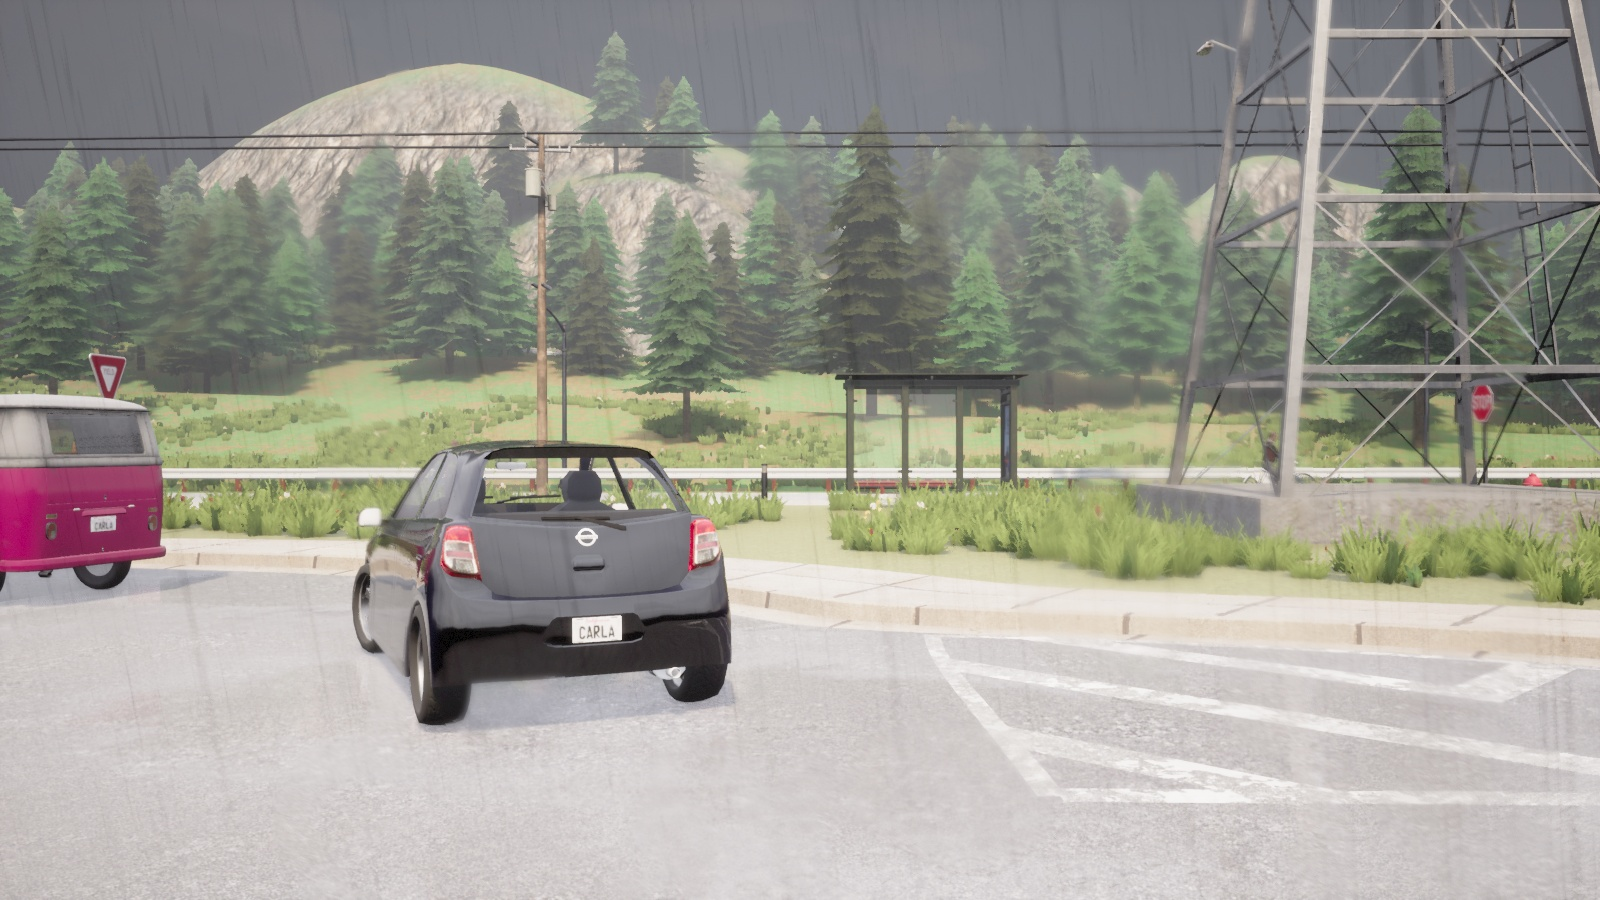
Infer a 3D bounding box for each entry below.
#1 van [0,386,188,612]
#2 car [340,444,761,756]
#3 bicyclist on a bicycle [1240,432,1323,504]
[{"bbox_3d":[-8.610,0.422,12.534,4.442,1.987,1.775,0,0,16],"label":"van"},{"bbox_3d":[-1.817,0.713,8.088,1.845,1.501,3.633,0,0,-25],"label":"car"},{"bbox_3d":[12.133,0.448,31.649,1.843,1.776,0.659,0,0,1],"label":"bicyclist on a bicycle"}]
